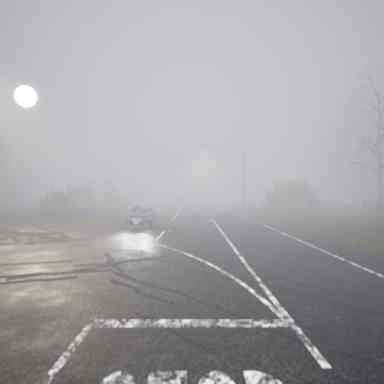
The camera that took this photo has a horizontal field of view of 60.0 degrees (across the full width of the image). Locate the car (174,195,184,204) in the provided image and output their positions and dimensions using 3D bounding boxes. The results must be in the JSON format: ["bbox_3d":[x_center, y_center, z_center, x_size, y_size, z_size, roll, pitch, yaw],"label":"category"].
[{"bbox_3d":[-3.189,1.781,80.671,2.150,2.045,5.566,0,0,2],"label":"car"}]

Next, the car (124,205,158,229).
[{"bbox_3d":[-3.446,1.678,23.185,2.128,1.511,4.902,0,0,0],"label":"car"}]
